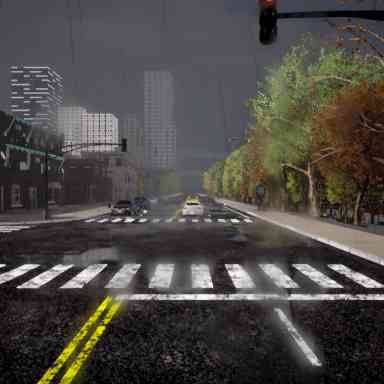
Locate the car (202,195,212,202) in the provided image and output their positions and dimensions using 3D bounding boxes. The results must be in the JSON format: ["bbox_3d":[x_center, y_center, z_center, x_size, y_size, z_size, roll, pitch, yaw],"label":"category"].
[{"bbox_3d":[3.328,1.510,74.422,2.033,1.411,5.357,0,0,0],"label":"car"}]

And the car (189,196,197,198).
[{"bbox_3d":[0.157,1.455,59.731,1.882,1.535,5.008,0,0,0],"label":"car"}]

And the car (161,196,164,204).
[{"bbox_3d":[-6.484,1.467,63.493,2.128,1.511,4.902,0,0,1],"label":"car"}]

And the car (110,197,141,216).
[{"bbox_3d":[-6.561,1.516,32.564,1.812,1.442,4.674,0,0,0],"label":"car"}]

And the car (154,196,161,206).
[{"bbox_3d":[-6.532,1.506,53.050,1.812,1.442,4.674,0,0,0],"label":"car"}]

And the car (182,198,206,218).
[{"bbox_3d":[0.095,1.517,30.137,1.812,1.442,4.674,0,0,2],"label":"car"}]

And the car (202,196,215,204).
[{"bbox_3d":[3.410,1.523,63.768,2.033,1.411,5.357,0,0,0],"label":"car"}]

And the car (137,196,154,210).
[{"bbox_3d":[-6.548,1.337,42.757,2.097,1.767,4.553,0,0,0],"label":"car"}]
